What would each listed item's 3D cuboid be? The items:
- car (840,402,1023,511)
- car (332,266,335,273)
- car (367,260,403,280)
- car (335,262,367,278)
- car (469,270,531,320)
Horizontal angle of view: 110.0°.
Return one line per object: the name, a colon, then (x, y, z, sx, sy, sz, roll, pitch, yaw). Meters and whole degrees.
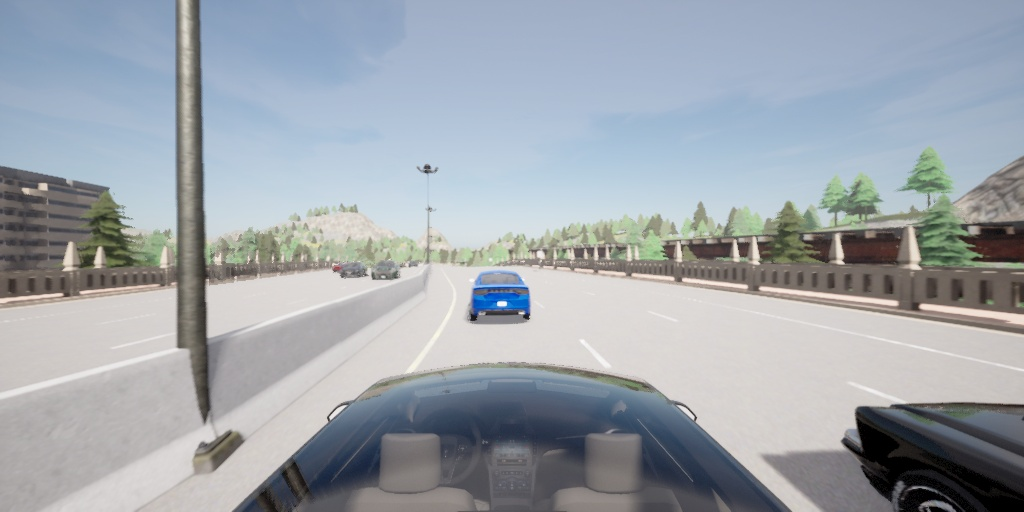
car: (3.445, 1.335, 0.608, 1.895, 1.301, 4.718, 0, 0, 2)
car: (-21.281, 1.494, 45.474, 1.895, 1.301, 4.718, 0, 0, -12)
car: (-11.215, 1.176, 32.126, 2.097, 1.767, 4.553, 0, 0, -12)
car: (-15.462, 1.358, 35.187, 1.837, 1.490, 4.892, 0, 0, -12)
car: (-0.504, 1.230, 12.795, 1.882, 1.535, 5.008, 0, 0, -5)
